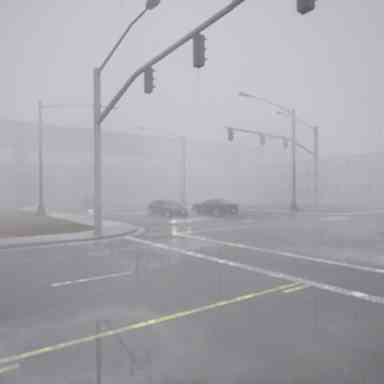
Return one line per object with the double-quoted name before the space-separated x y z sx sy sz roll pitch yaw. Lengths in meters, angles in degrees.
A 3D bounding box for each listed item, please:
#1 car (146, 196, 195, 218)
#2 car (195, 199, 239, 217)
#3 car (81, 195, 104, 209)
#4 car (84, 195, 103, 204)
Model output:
"car" -2.141 1.402 28.942 1.837 1.490 4.892 0 2 -36
"car" 2.005 1.354 29.482 1.882 1.535 5.008 0 0 -36
"car" -13.234 1.381 44.162 1.882 1.535 5.008 -1 1 -33
"car" -17.926 1.309 60.503 1.812 1.442 4.674 0 0 4
